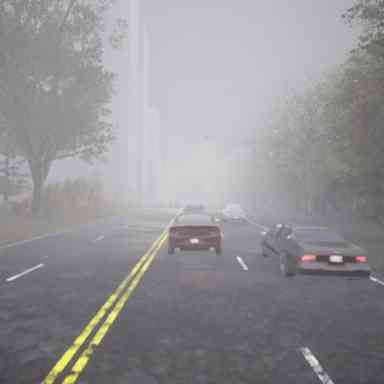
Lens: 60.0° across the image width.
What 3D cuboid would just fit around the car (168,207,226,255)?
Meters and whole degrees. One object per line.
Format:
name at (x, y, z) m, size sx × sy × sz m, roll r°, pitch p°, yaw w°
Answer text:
car at (0.109, 1.521, 13.367) m, size 1.882 × 1.535 × 5.008 m, roll -1°, pitch -2°, yaw 1°

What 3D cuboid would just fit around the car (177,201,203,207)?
car at (0.174, 1.634, 27.365) m, size 2.128 × 1.511 × 4.902 m, roll 2°, pitch 0°, yaw 1°

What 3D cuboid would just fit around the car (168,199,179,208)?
car at (-3.081, 2.023, 58.275) m, size 2.128 × 1.511 × 4.902 m, roll 0°, pitch 0°, yaw 1°

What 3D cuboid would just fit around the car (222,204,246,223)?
car at (3.435, 1.755, 28.012) m, size 1.812 × 1.442 × 4.674 m, roll 2°, pitch 0°, yaw 1°

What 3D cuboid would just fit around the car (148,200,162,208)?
car at (-6.331, 2.049, 58.165) m, size 1.812 × 1.442 × 4.674 m, roll 0°, pitch 0°, yaw 1°

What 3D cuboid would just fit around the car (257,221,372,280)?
car at (3.345, 1.611, 10.182) m, size 2.033 × 1.411 × 5.357 m, roll 2°, pitch -1°, yaw 1°
